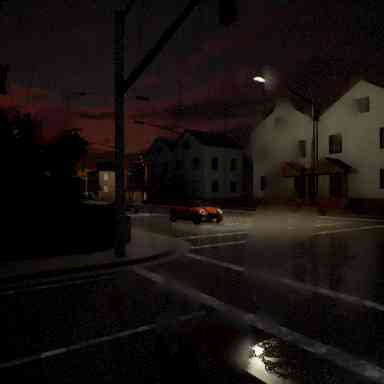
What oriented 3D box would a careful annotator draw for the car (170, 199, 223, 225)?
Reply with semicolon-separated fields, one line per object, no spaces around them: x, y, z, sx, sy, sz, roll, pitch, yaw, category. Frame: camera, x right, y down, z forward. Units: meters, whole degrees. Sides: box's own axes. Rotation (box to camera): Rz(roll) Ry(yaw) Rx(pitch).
0.254;1.352;24.533;2.097;1.767;4.553;0;0;-35;car

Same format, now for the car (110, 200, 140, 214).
-7.225;1.526;35.071;1.812;1.442;4.674;0;0;-36;car
